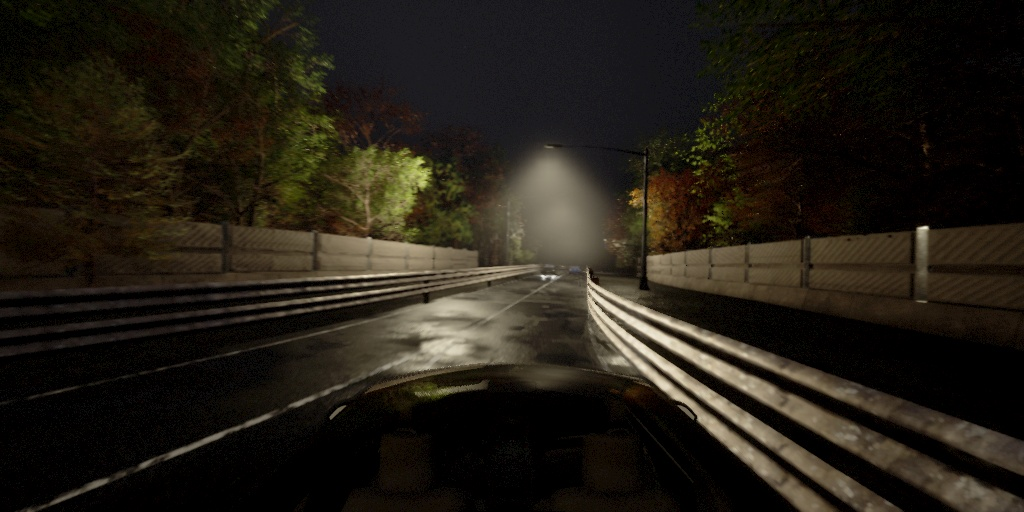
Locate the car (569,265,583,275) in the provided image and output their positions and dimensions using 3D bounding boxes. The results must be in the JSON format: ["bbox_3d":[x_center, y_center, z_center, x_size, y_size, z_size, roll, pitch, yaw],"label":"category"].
[{"bbox_3d":[9.333,2.063,52.770,2.033,1.411,5.357,1,-1,12],"label":"car"}]

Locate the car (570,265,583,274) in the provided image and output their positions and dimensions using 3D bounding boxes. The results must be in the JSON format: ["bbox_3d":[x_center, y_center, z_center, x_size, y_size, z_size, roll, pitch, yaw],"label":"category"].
[{"bbox_3d":[11.406,2.307,62.836,2.033,1.411,5.357,1,-1,12],"label":"car"}]

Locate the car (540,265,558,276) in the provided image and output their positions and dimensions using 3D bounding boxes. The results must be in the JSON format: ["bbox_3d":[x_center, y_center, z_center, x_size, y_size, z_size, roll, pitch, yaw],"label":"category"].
[{"bbox_3d":[5.059,1.897,48.441,1.994,1.385,4.181,1,-1,12],"label":"car"}]
